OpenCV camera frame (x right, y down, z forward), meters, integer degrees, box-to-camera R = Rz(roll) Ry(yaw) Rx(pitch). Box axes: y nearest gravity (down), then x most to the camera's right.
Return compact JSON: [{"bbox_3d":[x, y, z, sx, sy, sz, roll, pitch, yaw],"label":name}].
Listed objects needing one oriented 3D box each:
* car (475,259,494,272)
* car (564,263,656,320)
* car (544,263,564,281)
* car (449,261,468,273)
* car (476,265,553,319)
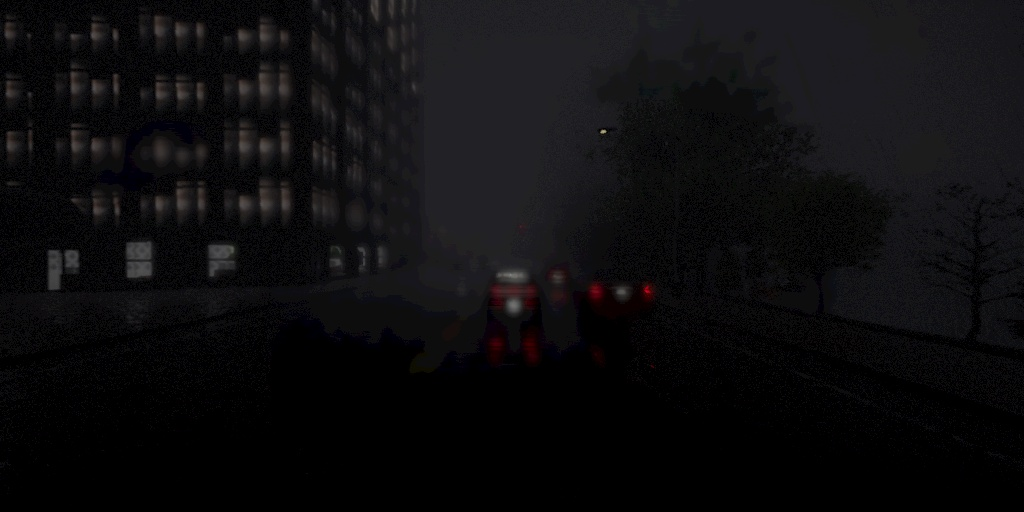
[{"bbox_3d":[-3.332,1.165,44.695,2.097,1.767,4.553,0,0,0],"label":"car"},{"bbox_3d":[3.316,1.118,12.788,2.097,1.767,4.553,0,0,0],"label":"car"},{"bbox_3d":[3.313,1.295,28.167,1.837,1.490,4.892,0,0,0],"label":"car"},{"bbox_3d":[-6.584,1.320,44.277,1.837,1.490,4.892,0,-1,0],"label":"car"},{"bbox_3d":[0.067,1.258,12.964,2.128,1.511,4.902,0,0,0],"label":"car"}]
